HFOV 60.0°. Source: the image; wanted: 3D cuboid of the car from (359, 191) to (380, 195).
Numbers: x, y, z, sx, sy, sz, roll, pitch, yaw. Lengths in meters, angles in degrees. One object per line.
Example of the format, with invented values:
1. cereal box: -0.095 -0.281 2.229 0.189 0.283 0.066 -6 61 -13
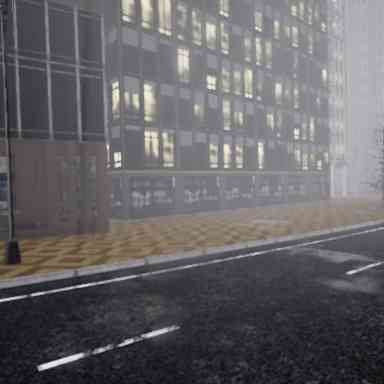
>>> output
1. car: 36.678 0.025 68.660 1.802 1.307 4.206 -2 2 -41

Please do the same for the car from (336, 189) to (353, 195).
1. car: 32.995 -0.037 72.988 1.947 1.339 4.313 -2 2 -41
